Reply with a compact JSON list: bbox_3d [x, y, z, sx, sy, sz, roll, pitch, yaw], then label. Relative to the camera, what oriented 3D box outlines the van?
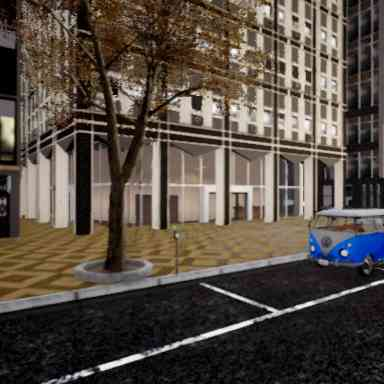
[{"bbox_3d":[5.328,1.426,10.376,3.998,1.788,1.690,1,-1,-36],"label":"van"}]
